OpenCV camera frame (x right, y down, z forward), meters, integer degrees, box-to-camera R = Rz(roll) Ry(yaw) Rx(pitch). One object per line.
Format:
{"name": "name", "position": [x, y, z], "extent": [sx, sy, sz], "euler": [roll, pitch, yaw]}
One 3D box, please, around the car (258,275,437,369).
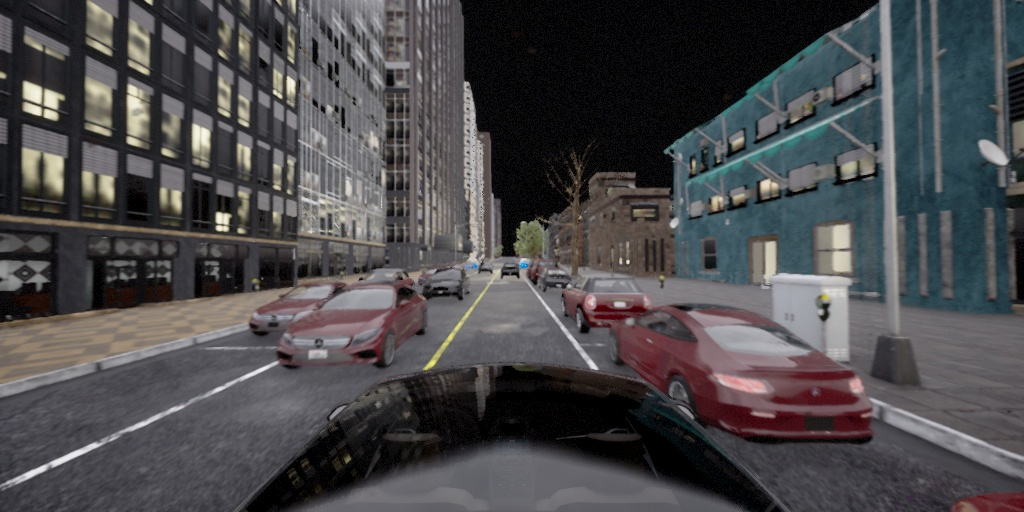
{"name": "car", "position": [-3.140, 1.334, 8.094], "extent": [1.812, 1.442, 4.674], "euler": [0, 0, -1]}

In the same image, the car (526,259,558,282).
{"name": "car", "position": [2.489, 1.184, 27.405], "extent": [2.192, 1.841, 5.009], "euler": [0, 0, 0]}

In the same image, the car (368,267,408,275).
{"name": "car", "position": [-5.794, 1.311, 16.239], "extent": [1.967, 1.591, 4.097], "euler": [0, 0, 0]}

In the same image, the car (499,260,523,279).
{"name": "car", "position": [-0.182, 1.430, 35.573], "extent": [1.837, 1.490, 4.892], "euler": [0, -1, -1]}

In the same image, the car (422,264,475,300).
{"name": "car", "position": [-3.222, 1.370, 18.475], "extent": [1.837, 1.490, 4.892], "euler": [0, 0, -1]}

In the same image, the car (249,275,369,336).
{"name": "car", "position": [-5.745, 1.423, 10.694], "extent": [1.802, 1.307, 4.207], "euler": [0, 0, 0]}

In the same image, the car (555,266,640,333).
{"name": "car", "position": [2.635, 1.222, 10.768], "extent": [1.967, 1.591, 4.097], "euler": [0, 0, 0]}

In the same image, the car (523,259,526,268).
{"name": "car", "position": [2.440, 1.211, 32.954], "extent": [2.192, 1.841, 5.009], "euler": [0, 0, 0]}

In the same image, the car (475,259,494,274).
{"name": "car", "position": [-3.376, 1.531, 46.533], "extent": [1.837, 1.490, 4.892], "euler": [0, 0, -1]}

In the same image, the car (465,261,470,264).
{"name": "car", "position": [-5.989, 1.526, 38.426], "extent": [1.888, 1.381, 4.507], "euler": [0, 0, 0]}

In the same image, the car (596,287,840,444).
{"name": "car", "position": [2.683, 1.333, 5.219], "extent": [1.802, 1.307, 4.207], "euler": [0, 0, 0]}

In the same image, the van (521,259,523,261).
{"name": "van", "position": [2.197, 1.355, 60.686], "extent": [1.690, 1.789, 3.998], "euler": [0, 0, 0]}

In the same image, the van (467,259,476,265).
{"name": "van", "position": [-6.135, 1.392, 55.065], "extent": [1.690, 1.789, 3.998], "euler": [0, 0, 0]}

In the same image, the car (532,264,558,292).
{"name": "car", "position": [2.538, 1.392, 21.859], "extent": [2.007, 1.370, 4.403], "euler": [0, 0, 0]}
